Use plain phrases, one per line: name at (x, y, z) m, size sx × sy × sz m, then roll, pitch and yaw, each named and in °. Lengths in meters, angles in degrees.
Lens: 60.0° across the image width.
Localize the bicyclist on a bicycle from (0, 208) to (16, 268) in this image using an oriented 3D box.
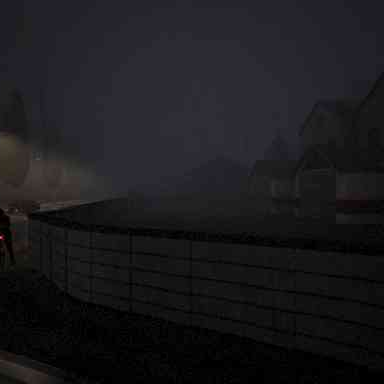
bicyclist on a bicycle at (-5.537, 1.302, 9.622) m, size 0.582 × 1.620 × 1.656 m, roll 0°, pitch 0°, yaw -36°

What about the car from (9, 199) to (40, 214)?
car at (-17.404, 1.505, 34.771) m, size 1.837 × 1.490 × 4.892 m, roll 0°, pitch 0°, yaw -8°
